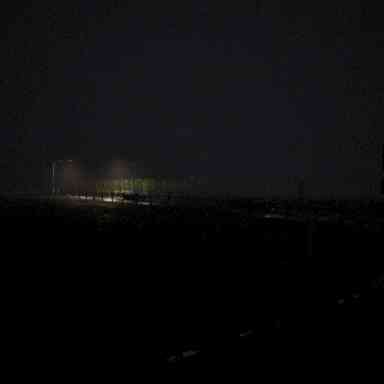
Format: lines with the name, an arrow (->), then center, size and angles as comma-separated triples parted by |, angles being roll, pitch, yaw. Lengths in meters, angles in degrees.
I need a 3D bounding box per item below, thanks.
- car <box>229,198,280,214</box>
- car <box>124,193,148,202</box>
car -> 5.539, 1.191, 29.748 | 1.895, 1.301, 4.718 | 0, 1, -35
car -> -8.242, 0.764, 49.101 | 1.895, 1.301, 4.718 | 0, 1, -35
